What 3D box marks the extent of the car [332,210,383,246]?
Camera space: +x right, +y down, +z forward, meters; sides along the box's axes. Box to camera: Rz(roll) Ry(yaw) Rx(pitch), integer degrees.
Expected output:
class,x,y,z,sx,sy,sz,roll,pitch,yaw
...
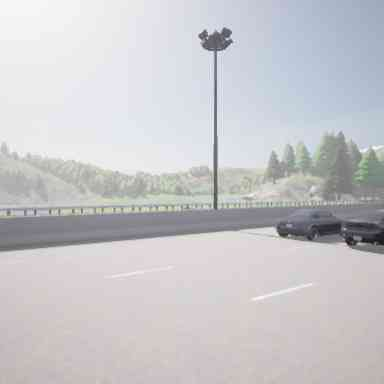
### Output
class,x,y,z,sx,sy,sz,roll,pitch,yaw
car,8.269,1.513,14.066,4.892,1.490,1.837,0,0,-35

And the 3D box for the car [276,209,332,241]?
class,x,y,z,sx,sy,sz,roll,pitch,yaw
car,6.236,1.569,16.916,4.181,1.385,1.994,0,0,-35
